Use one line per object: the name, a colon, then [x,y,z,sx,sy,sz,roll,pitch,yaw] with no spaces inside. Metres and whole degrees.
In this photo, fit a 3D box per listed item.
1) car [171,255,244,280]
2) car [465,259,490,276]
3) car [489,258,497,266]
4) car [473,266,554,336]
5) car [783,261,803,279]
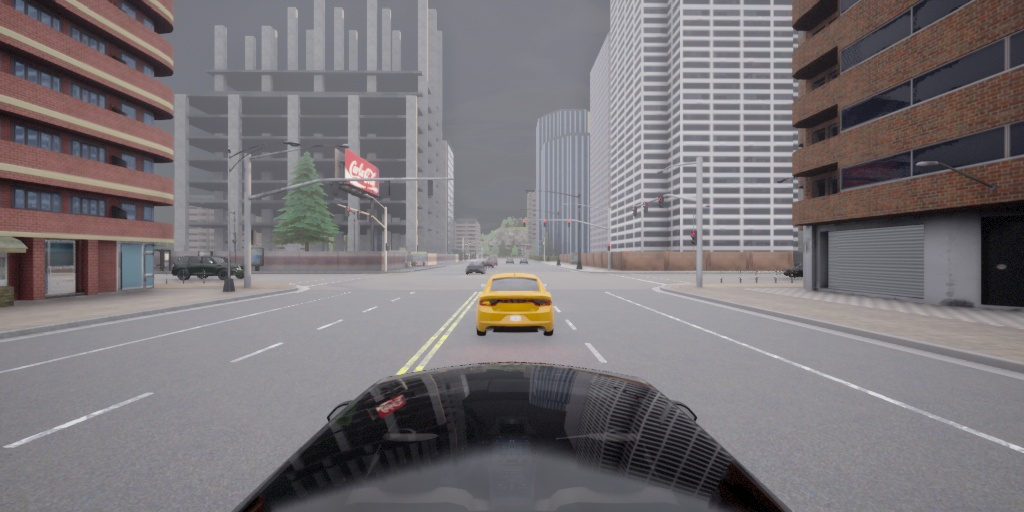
car: [-25.310,0.972,30.256,5.566,2.045,2.150,0,0,-1]
car: [-3.799,1.298,38.292,2.033,1.411,5.357,0,0,0]
car: [-3.895,1.351,57.694,1.895,1.301,4.718,0,0,0]
car: [0.063,1.228,10.429,1.882,1.535,5.008,0,0,0]
car: [26.269,1.351,30.822,4.718,1.301,1.895,0,0,-1]
